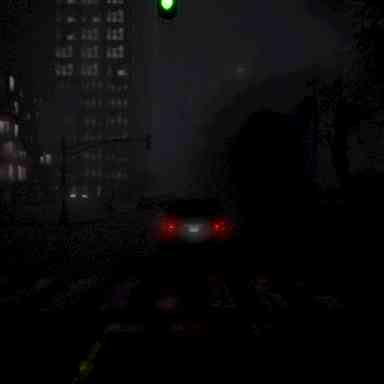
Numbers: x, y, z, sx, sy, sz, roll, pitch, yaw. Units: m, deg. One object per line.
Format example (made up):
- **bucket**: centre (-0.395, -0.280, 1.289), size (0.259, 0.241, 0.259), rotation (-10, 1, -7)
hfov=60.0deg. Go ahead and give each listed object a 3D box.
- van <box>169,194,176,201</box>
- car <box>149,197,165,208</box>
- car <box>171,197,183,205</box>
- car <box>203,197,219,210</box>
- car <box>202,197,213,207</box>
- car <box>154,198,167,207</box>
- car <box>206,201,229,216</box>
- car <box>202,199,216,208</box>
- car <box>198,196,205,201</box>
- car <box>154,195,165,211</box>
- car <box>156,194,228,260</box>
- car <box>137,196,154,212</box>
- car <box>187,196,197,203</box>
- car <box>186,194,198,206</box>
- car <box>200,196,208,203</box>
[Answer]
- **van**: centre (-5.290, 1.562, 89.678), size (1.690, 1.788, 3.998), rotation (0, 0, 0)
- **car**: centre (-5.301, 1.576, 50.863), size (1.967, 1.590, 4.097), rotation (0, 0, 0)
- **car**: centre (-2.747, 1.668, 61.708), size (1.837, 1.490, 4.892), rotation (0, -1, 0)
- **car**: centre (2.578, 1.563, 45.308), size (1.967, 1.590, 4.097), rotation (0, 0, 0)
- **car**: centre (2.581, 1.675, 56.568), size (1.752, 1.417, 4.829), rotation (0, 0, 0)
- **car**: centre (-5.299, 1.694, 56.408), size (1.887, 1.381, 4.507), rotation (0, 0, 0)
- **car**: centre (2.575, 1.646, 34.217), size (2.008, 1.369, 4.403), rotation (0, 0, 0)
- **car**: centre (2.579, 1.702, 50.853), size (1.947, 1.339, 4.313), rotation (0, 0, 0)
- **car**: centre (2.592, 1.776, 95.216), size (1.887, 1.381, 4.507), rotation (0, 0, 0)
- **car**: centre (-2.838, 1.331, 39.449), size (2.150, 2.045, 5.566), rotation (0, 0, 0)
- **car**: centre (0.091, 1.261, 12.717), size (2.150, 2.045, 5.566), rotation (0, 0, 0)
- **car**: centre (-5.304, 1.424, 39.774), size (2.192, 1.841, 5.009), rotation (0, 0, 0)
- **car**: centre (0.020, 1.557, 72.160), size (2.033, 1.411, 5.357), rotation (0, 0, 0)
- **car**: centre (0.017, 1.383, 61.770), size (2.150, 2.045, 5.566), rotation (0, 0, 0)
- **car**: centre (2.771, 1.701, 77.457), size (1.837, 1.490, 4.892), rotation (0, 0, 0)
